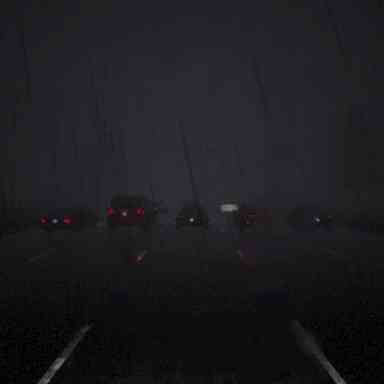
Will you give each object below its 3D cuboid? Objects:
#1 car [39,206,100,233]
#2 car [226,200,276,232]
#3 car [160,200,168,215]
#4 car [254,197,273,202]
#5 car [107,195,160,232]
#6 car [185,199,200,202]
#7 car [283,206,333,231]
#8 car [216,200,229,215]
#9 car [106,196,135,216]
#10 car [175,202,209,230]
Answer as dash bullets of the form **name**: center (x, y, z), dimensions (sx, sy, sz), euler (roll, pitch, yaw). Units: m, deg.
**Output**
- **car**: center (-6.975, 1.525, 19.461), dimensions (2.033, 1.411, 5.357), euler (0, 0, 1)
- **car**: center (3.529, 1.470, 19.933), dimensions (2.128, 1.511, 4.902), euler (0, 0, 1)
- **car**: center (-3.476, 1.526, 33.461), dimensions (1.994, 1.385, 4.181), euler (0, 0, -1)
- **car**: center (7.014, 1.315, 33.685), dimensions (2.097, 1.767, 4.553), euler (0, 0, 0)
- **car**: center (-3.471, 1.201, 19.932), dimensions (2.150, 2.045, 5.566), euler (0, 0, 1)
- **car**: center (0.034, 1.469, 32.038), dimensions (1.837, 1.490, 4.892), euler (0, 0, 0)
- **car**: center (7.035, 1.541, 20.594), dimensions (1.994, 1.385, 4.181), euler (0, 0, 1)
- **car**: center (3.524, 1.488, 33.490), dimensions (1.812, 1.442, 4.674), euler (0, 0, 0)
- **car**: center (-6.963, 1.315, 32.994), dimensions (2.097, 1.767, 4.553), euler (0, 0, -3)
- **car**: center (0.030, 1.540, 20.806), dimensions (1.994, 1.385, 4.181), euler (0, 0, 1)
